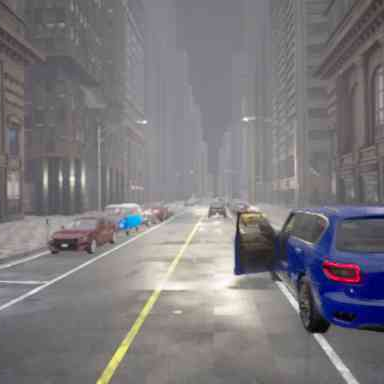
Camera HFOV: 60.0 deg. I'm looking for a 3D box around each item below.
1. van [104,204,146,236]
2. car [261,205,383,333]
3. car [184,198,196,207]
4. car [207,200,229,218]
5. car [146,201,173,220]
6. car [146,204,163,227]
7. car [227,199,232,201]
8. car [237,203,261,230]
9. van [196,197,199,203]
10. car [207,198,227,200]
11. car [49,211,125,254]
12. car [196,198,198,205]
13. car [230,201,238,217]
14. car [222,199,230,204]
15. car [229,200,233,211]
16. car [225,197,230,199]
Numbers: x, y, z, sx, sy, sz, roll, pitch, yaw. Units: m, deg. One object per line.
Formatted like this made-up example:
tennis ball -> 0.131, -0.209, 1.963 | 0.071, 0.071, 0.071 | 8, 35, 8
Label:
van -> -4.234, 1.649, 20.312 | 1.690, 1.788, 3.998 | -1, -1, 4
car -> 3.007, 1.272, 6.950 | 2.150, 2.045, 5.566 | -1, -1, 4
car -> -0.710, 2.495, 70.748 | 1.802, 1.307, 4.206 | -1, -1, 4
car -> 2.619, 1.909, 34.656 | 1.837, 1.490, 4.892 | -1, -1, 4
car -> -3.452, 1.755, 31.521 | 2.192, 1.841, 5.009 | -1, -1, 4
car -> -3.840, 1.925, 25.914 | 2.008, 1.369, 4.403 | -1, -1, 4
car -> 6.241, 2.053, 47.922 | 1.752, 1.417, 4.829 | -1, -1, 4
car -> 4.676, 1.789, 25.504 | 1.752, 1.417, 4.829 | -1, -1, 4
van -> 0.070, 2.392, 81.960 | 1.690, 1.788, 3.998 | -1, -1, 4
car -> 3.298, 2.018, 44.971 | 2.128, 1.511, 4.902 | -1, -1, 5
car -> -4.623, 1.787, 14.705 | 1.887, 1.381, 4.507 | -1, -1, 4
car -> -0.318, 2.548, 76.353 | 1.947, 1.339, 4.313 | -1, -1, 4
car -> 5.447, 1.975, 36.543 | 1.802, 1.307, 4.206 | -1, -1, 4
car -> 9.360, 2.628, 92.590 | 2.008, 1.369, 4.403 | -1, -1, 4
car -> 5.839, 2.041, 42.147 | 1.802, 1.307, 4.206 | -1, -1, 4
car -> 7.403, 2.277, 64.567 | 1.887, 1.381, 4.507 | -1, -1, 4
